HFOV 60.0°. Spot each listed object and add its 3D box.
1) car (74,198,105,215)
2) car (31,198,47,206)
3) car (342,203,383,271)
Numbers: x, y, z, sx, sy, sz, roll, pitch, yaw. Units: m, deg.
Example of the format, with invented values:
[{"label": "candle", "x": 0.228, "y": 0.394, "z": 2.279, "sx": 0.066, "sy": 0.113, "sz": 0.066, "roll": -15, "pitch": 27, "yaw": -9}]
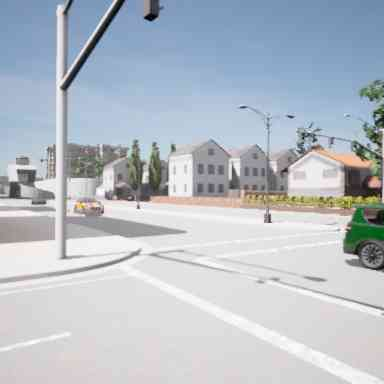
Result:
[{"label": "car", "x": -10.828, "y": 1.390, "z": 35.058, "sx": 2.097, "sy": 1.767, "sz": 4.553, "roll": 1, "pitch": -1, "yaw": -35}, {"label": "car", "x": -26.826, "y": 1.658, "z": 58.241, "sx": 1.994, "sy": 1.385, "sz": 4.181, "roll": 1, "pitch": 0, "yaw": -35}, {"label": "car", "x": 7.048, "y": 1.423, "z": 9.157, "sx": 2.150, "sy": 2.045, "sz": 5.566, "roll": 1, "pitch": 1, "yaw": -35}]
